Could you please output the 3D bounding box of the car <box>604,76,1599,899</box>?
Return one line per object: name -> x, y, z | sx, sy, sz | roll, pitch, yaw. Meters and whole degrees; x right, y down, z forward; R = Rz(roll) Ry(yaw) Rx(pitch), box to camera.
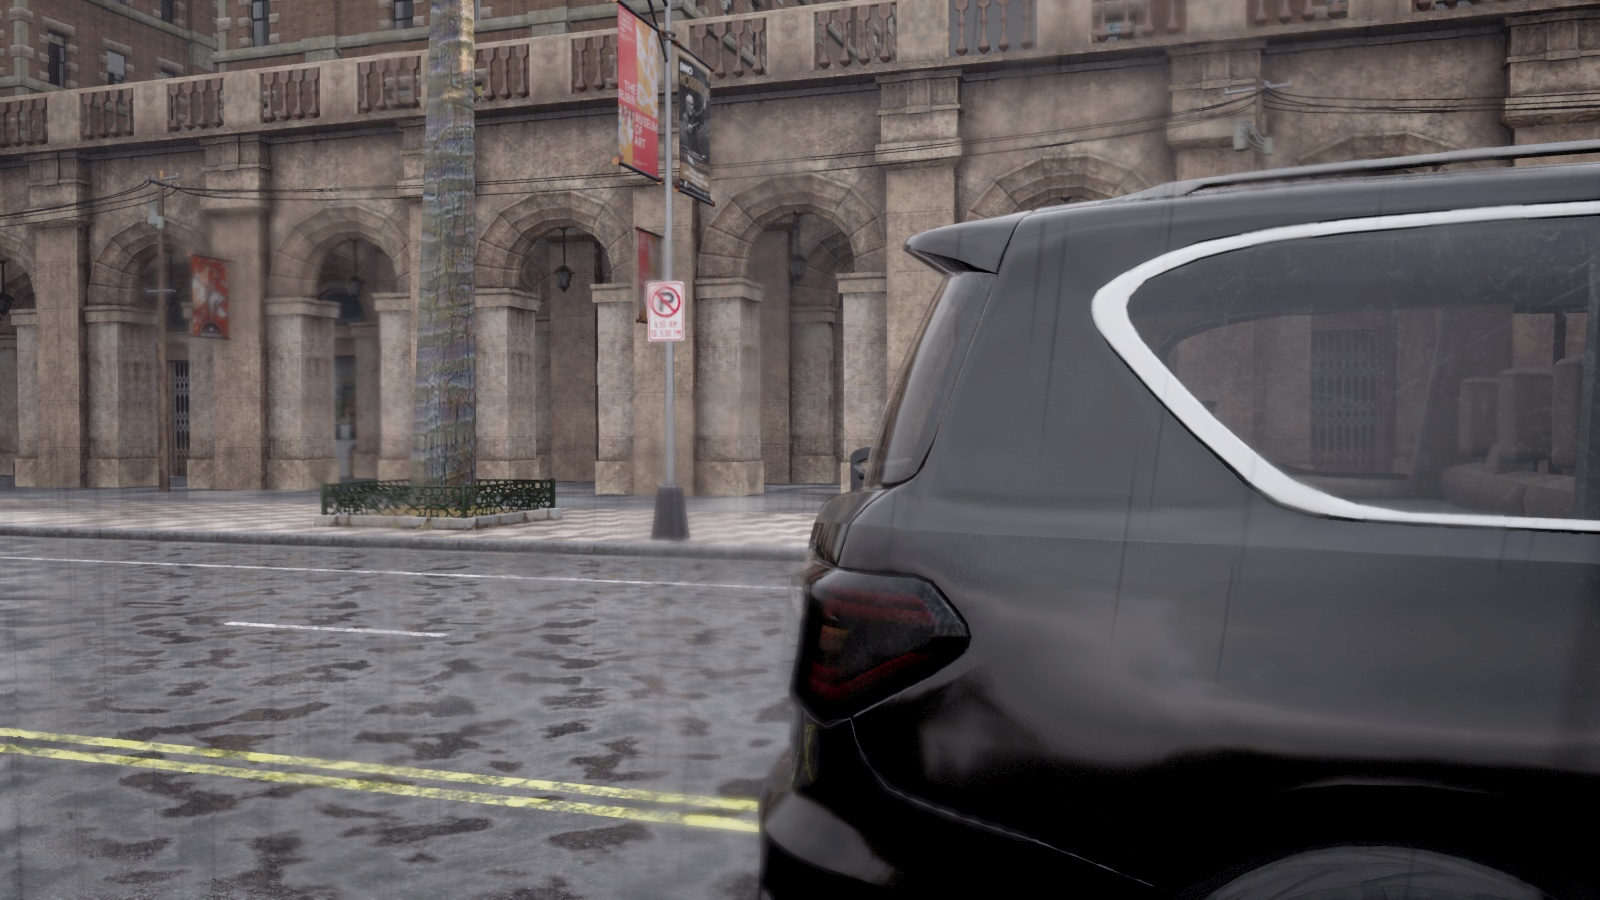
car -> 2.642, 0.519, 2.301 | 5.566, 2.045, 2.150 | 1, 1, 19
